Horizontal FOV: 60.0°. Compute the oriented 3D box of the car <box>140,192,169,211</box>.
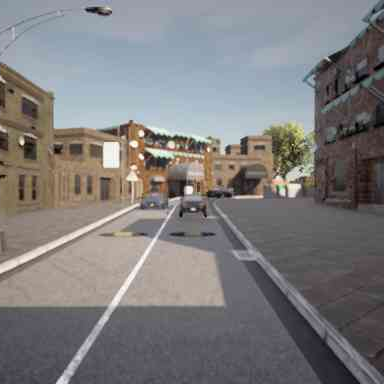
[{"bbox_3d":[-2.990,0.720,27.131,1.994,1.385,4.181,0,2,2],"label":"car"}]

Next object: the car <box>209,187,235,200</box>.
[{"bbox_3d":[3.721,0.185,42.058,1.882,1.535,5.008,-1,0,32],"label":"car"}]

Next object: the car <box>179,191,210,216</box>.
[{"bbox_3d":[0.079,0.832,23.350,1.812,1.442,4.674,0,2,0],"label":"car"}]
